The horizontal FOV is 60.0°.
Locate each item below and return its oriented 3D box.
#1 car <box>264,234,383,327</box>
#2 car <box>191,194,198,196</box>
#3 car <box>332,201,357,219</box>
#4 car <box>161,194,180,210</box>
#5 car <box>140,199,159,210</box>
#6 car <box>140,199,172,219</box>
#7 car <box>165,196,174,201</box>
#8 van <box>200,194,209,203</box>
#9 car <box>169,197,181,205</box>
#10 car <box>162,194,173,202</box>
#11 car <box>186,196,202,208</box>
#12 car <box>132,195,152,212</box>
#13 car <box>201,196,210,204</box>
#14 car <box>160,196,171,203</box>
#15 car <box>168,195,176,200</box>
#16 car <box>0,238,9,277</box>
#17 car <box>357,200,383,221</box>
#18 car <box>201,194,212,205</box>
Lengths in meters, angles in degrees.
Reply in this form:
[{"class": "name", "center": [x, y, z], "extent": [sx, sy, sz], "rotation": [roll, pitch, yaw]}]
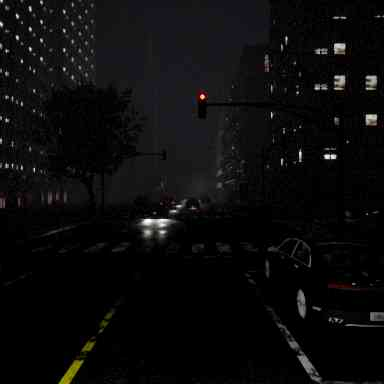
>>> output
[{"class": "car", "center": [2.686, 1.551, 6.949], "extent": [2.008, 1.369, 4.403], "rotation": [0, 0, 0]}, {"class": "car", "center": [-0.025, 1.662, 76.025], "extent": [1.895, 1.301, 4.718], "rotation": [0, 0, 0]}, {"class": "car", "center": [13.416, 1.350, 26.359], "extent": [4.403, 1.369, 2.008], "rotation": [-1, 1, -1]}, {"class": "car", "center": [-3.112, 1.377, 43.525], "extent": [2.097, 1.767, 4.553], "rotation": [0, 0, 0]}, {"class": "car", "center": [-5.707, 1.592, 44.858], "extent": [1.947, 1.339, 4.313], "rotation": [0, 0, 0]}, {"class": "car", "center": [-3.111, 1.576, 29.564], "extent": [1.994, 1.385, 4.181], "rotation": [0, 0, 0]}, {"class": "car", "center": [-5.720, 1.631, 83.518], "extent": [2.008, 1.369, 4.403], "rotation": [0, 0, 0]}, {"class": "van", "center": [2.664, 1.402, 72.475], "extent": [1.690, 1.788, 3.998], "rotation": [0, 0, 0]}, {"class": "car", "center": [-3.092, 1.643, 59.938], "extent": [1.895, 1.301, 4.718], "rotation": [0, 0, 0]}, {"class": "car", "center": [-5.719, 1.385, 77.995], "extent": [2.192, 1.841, 5.009], "rotation": [0, 0, 0]}, {"class": "car", "center": [0.086, 1.629, 47.205], "extent": [1.895, 1.301, 4.718], "rotation": [0, 0, 0]}, {"class": "car", "center": [-5.706, 1.336, 39.335], "extent": [2.192, 1.841, 5.009], "rotation": [0, 0, 0]}, {"class": "car", "center": [2.666, 1.578, 67.122], "extent": [1.752, 1.417, 4.829], "rotation": [0, 0, 0]}, {"class": "car", "center": [-5.716, 1.627, 72.473], "extent": [1.947, 1.339, 4.313], "rotation": [0, 0, 0]}, {"class": "car", "center": [-5.724, 1.654, 94.564], "extent": [2.008, 1.369, 4.403], "rotation": [0, 0, 0]}, {"class": "car", "center": [-5.694, 1.545, 6.947], "extent": [1.887, 1.381, 4.507], "rotation": [0, 0, 0]}, {"class": "car", "center": [14.929, 1.282, 23.796], "extent": [4.892, 1.490, 1.837], "rotation": [-1, 0, -1]}, {"class": "car", "center": [2.668, 1.610, 61.429], "extent": [1.947, 1.339, 4.313], "rotation": [0, 0, 0]}]
